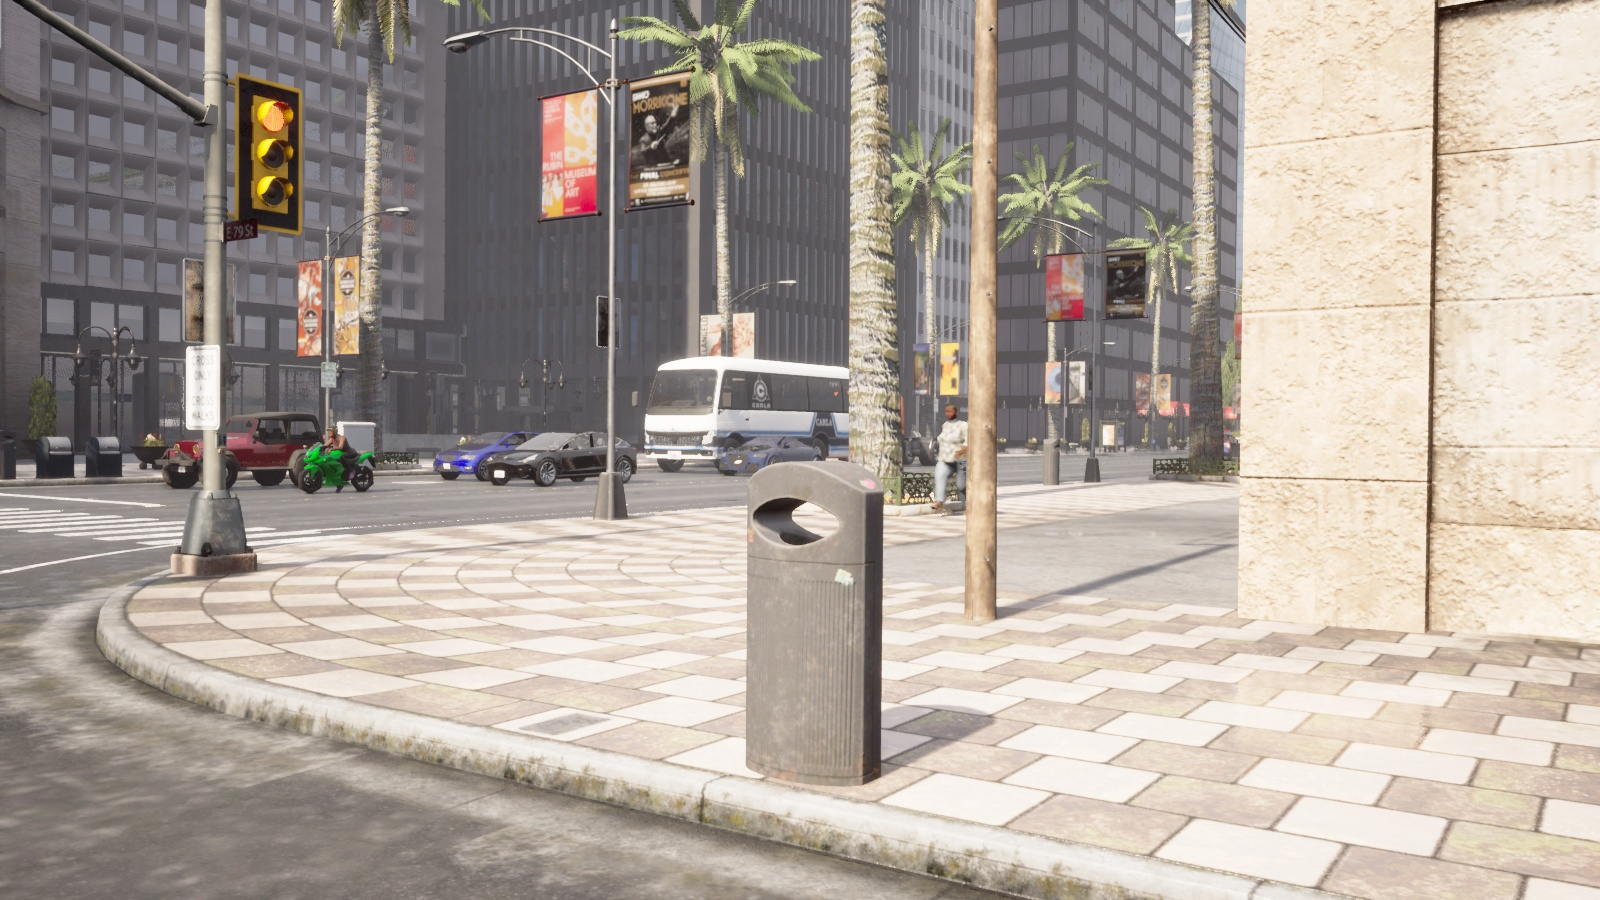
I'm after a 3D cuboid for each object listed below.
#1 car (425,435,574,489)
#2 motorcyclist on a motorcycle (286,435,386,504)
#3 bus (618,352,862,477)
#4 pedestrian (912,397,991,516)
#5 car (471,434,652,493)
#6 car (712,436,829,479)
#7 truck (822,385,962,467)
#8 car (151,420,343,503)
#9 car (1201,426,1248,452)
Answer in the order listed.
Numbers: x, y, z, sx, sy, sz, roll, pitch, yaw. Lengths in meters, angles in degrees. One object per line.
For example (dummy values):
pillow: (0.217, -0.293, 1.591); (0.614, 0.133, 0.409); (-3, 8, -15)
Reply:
car: (-8.902, 0.314, 37.493); (1.816, 1.474, 4.193); (0, 1, 34)
motorcyclist on a motorcycle: (-10.567, 0.418, 28.681); (0.797, 1.523, 2.044); (0, 1, 34)
bus: (-1.975, -1.281, 47.871); (3.944, 4.253, 10.273); (0, 1, 34)
pedestrian: (2.428, 0.092, 20.105); (0.874, 1.855, 0.900); (0, 1, 42)
car: (-6.506, 0.315, 34.783); (2.163, 1.488, 4.792); (0, 1, 33)
car: (-0.953, 0.215, 43.117); (1.994, 1.385, 4.181); (0, 1, 33)
truck: (4.364, -1.074, 57.412); (2.891, 3.462, 7.936); (0, 1, 33)
car: (-13.428, 0.230, 30.680); (1.905, 1.878, 3.866); (0, 1, 34)
car: (26.703, -0.689, 78.903); (1.851, 1.617, 3.988); (0, 1, 33)
